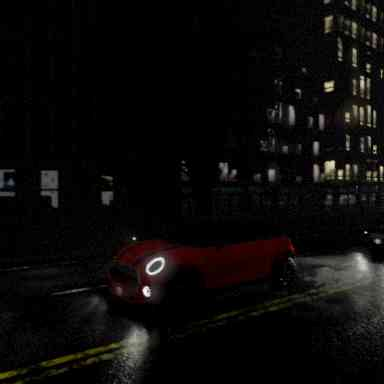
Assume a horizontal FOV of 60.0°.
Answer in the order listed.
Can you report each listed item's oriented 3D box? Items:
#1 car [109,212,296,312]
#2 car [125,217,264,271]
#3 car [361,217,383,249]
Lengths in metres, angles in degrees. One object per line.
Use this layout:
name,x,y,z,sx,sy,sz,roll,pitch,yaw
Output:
car,0.385,1.396,7.946,4.553,1.767,2.097,1,0,-36
car,0.226,1.665,11.821,4.718,1.301,1.895,1,0,-36
car,9.090,1.637,14.117,4.902,1.511,2.128,1,0,-35
